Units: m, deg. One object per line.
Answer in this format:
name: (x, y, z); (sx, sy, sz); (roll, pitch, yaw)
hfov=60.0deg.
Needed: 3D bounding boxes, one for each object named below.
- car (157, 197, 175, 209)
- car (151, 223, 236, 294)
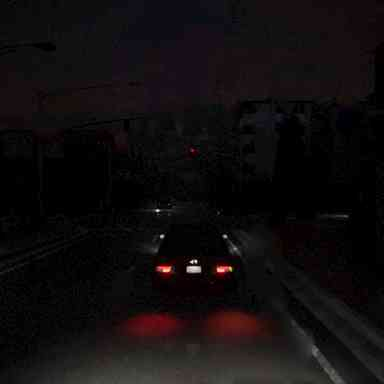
car: (-3.676, 1.550, 45.584); (1.837, 1.490, 4.892); (0, 0, 0)
car: (0.042, 1.556, 8.979); (2.033, 1.411, 5.357); (0, 0, 0)
